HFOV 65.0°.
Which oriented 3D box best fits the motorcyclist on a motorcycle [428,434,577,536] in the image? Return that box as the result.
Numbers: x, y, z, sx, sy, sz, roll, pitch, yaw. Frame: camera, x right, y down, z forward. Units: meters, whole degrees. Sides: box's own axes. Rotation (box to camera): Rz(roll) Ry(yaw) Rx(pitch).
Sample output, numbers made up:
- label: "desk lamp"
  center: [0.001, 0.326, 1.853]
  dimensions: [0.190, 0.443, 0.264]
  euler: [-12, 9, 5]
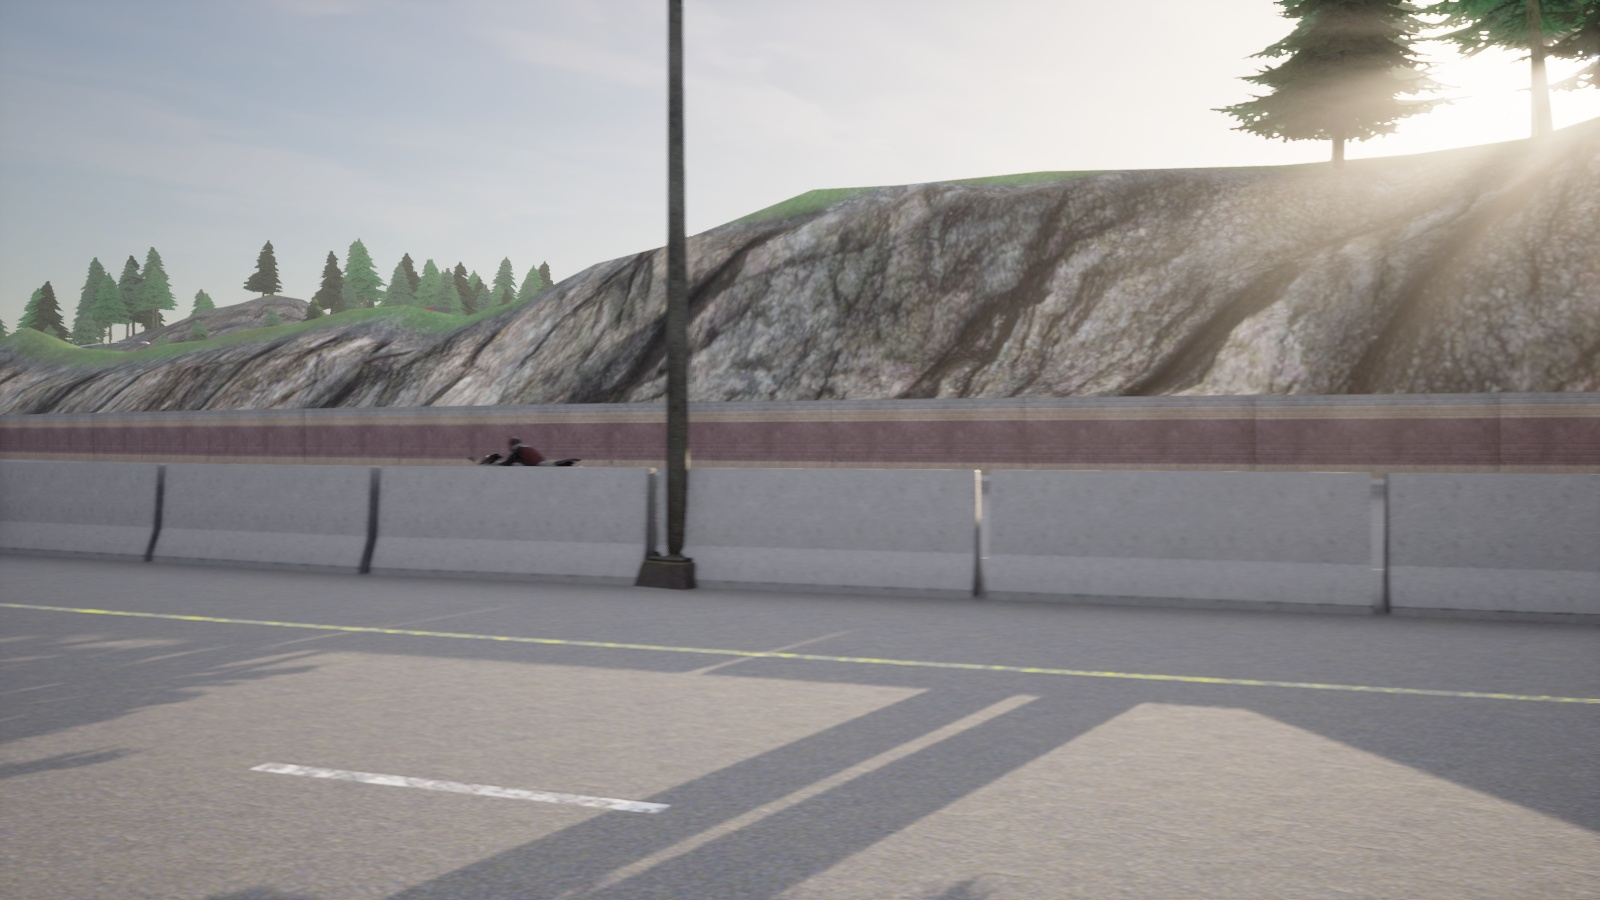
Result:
- label: "motorcyclist on a motorcycle"
  center: [-4.704, 0.527, 19.826]
  dimensions: [2.191, 1.530, 0.866]
  euler: [1, 0, 23]
